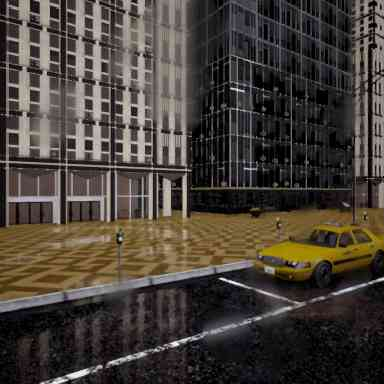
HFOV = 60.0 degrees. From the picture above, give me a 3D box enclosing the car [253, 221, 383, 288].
[{"bbox_3d":[3.794,1.528,9.253,4.829,1.417,1.752,0,0,-35],"label":"car"}]
